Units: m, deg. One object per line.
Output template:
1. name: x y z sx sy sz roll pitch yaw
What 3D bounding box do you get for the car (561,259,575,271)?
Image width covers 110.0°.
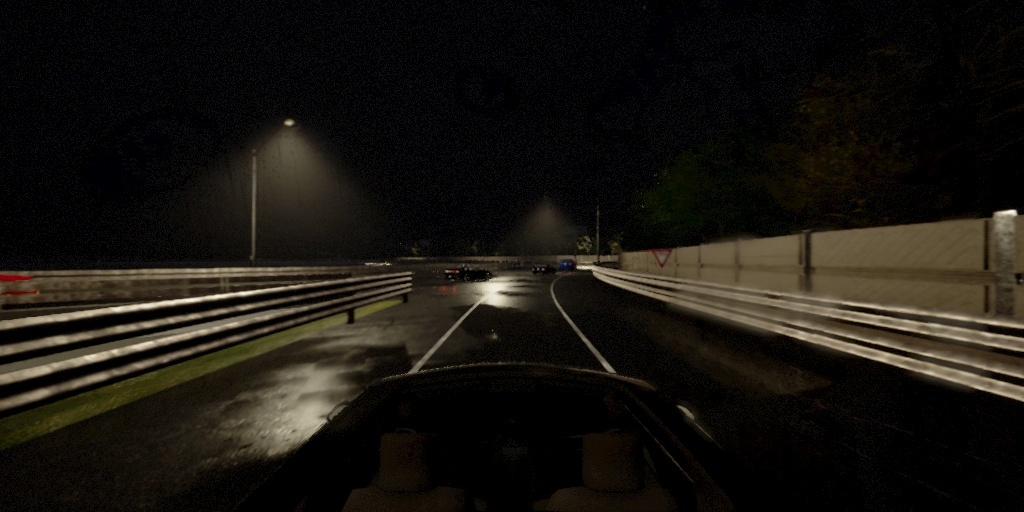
1. car: 9.145 1.470 59.150 2.150 2.045 5.566 0 0 16

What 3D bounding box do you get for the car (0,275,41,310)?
1. car: -19.251 0.991 11.139 5.566 2.045 2.150 1 0 -45

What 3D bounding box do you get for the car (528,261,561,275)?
1. car: 4.119 1.664 45.054 2.033 1.411 5.357 0 0 23

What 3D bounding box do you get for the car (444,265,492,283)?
1. car: -3.649 1.470 30.521 2.128 1.511 4.902 0 0 32
